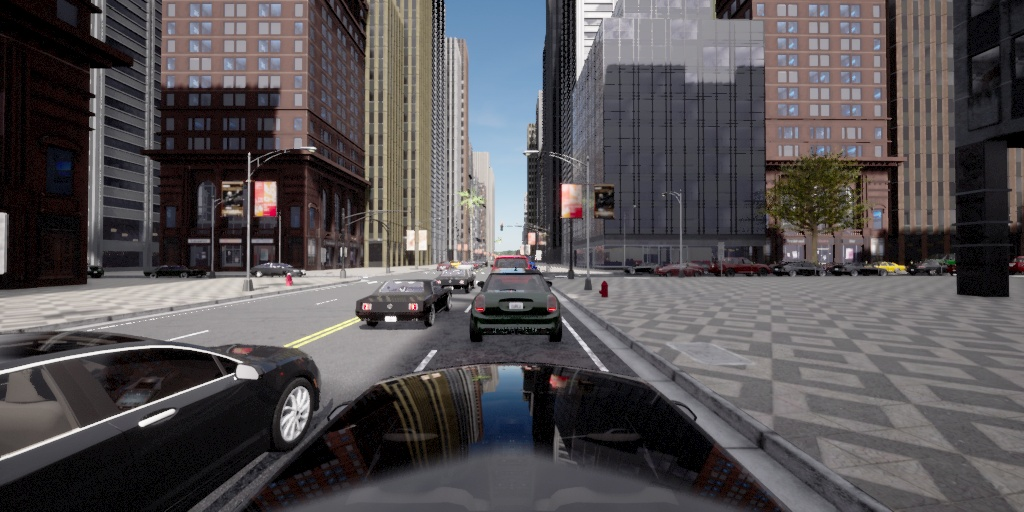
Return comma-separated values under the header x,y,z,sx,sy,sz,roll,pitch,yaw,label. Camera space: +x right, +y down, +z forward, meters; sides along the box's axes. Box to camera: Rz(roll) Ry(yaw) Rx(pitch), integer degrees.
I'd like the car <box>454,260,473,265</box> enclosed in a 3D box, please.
x,y,z,sx,sy,sz,roll,pitch,yaw,label
-6.696,1.571,51.904,1.895,1.301,4.718,0,0,0,car

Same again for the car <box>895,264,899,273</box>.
x,y,z,sx,sy,sz,roll,pitch,yaw,label
43.129,1.297,41.972,4.829,1.417,1.751,0,0,-1,car

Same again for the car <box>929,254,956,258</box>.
x,y,z,sx,sy,sz,roll,pitch,yaw,label
47.351,0.761,39.203,5.566,2.045,2.150,0,-1,-1,car

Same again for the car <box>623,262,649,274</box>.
x,y,z,sx,sy,sz,roll,pitch,yaw,label
15.107,1.413,41.482,4.313,1.339,1.948,0,0,-1,car

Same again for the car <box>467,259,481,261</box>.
x,y,z,sx,sy,sz,roll,pitch,yaw,label
-6.694,1.635,61.067,1.895,1.301,4.718,0,0,0,car

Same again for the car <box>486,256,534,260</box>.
x,y,z,sx,sy,sz,roll,pitch,yaw,label
-0.036,1.003,19.461,2.150,2.045,5.566,0,0,0,car

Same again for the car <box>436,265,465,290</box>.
x,y,z,sx,sy,sz,roll,pitch,yaw,label
-3.189,1.388,20.756,1.895,1.301,4.718,0,0,0,car

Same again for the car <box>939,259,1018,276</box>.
x,y,z,sx,sy,sz,roll,pitch,yaw,label
43.442,1.215,33.452,4.507,1.381,1.888,0,0,-1,car

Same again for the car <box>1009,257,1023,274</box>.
x,y,z,sx,sy,sz,roll,pitch,yaw,label
49.081,0.974,33.550,5.009,1.841,2.192,0,0,-1,car

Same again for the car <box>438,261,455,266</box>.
x,y,z,sx,sy,sz,roll,pitch,yaw,label
-9.942,1.504,53.158,1.812,1.442,4.674,0,0,-3,car

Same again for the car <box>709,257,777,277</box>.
x,y,z,sx,sy,sz,roll,pitch,yaw,label
20.893,1.042,33.057,5.009,1.841,2.192,0,0,-1,car

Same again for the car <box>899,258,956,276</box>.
x,y,z,sx,sy,sz,roll,pitch,yaw,label
42.522,1.229,36.067,4.674,1.442,1.812,0,-1,-1,car

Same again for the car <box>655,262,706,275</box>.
x,y,z,sx,sy,sz,roll,pitch,yaw,label
18.149,1.330,38.783,4.674,1.442,1.812,0,-1,-1,car

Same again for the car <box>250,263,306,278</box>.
x,y,z,sx,sy,sz,roll,pitch,yaw,label
-22.716,1.419,34.914,4.902,1.511,2.128,0,-1,0,car

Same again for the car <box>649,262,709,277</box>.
x,y,z,sx,sy,sz,roll,pitch,yaw,label
15.254,1.328,32.958,4.207,1.307,1.802,0,0,-1,car

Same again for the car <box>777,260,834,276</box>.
x,y,z,sx,sy,sz,roll,pitch,yaw,label
26.530,1.276,33.155,4.313,1.339,1.948,0,0,-1,car

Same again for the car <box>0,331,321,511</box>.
x,y,z,sx,sy,sz,roll,pitch,yaw,label
-3.151,1.255,2.267,1.837,1.490,4.892,0,0,0,car

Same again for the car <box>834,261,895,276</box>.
x,y,z,sx,sy,sz,roll,pitch,yaw,label
32.166,1.261,33.254,4.313,1.339,1.948,0,0,-1,car

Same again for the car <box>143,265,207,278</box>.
x,y,z,sx,sy,sz,roll,pitch,yaw,label
-32.663,1.573,34.903,4.718,1.301,1.895,0,-1,0,car

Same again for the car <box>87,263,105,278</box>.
x,y,z,sx,sy,sz,roll,pitch,yaw,label
-43.300,1.242,34.899,5.566,2.045,2.150,0,-1,0,car

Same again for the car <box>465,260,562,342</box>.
x,y,z,sx,sy,sz,roll,pitch,yaw,label
0.081,1.109,9.940,2.097,1.767,4.553,0,0,0,car

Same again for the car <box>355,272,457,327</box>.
x,y,z,sx,sy,sz,roll,pitch,yaw,label
-3.167,1.361,11.587,1.895,1.301,4.718,0,0,0,car
